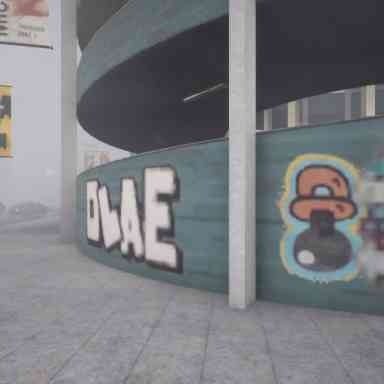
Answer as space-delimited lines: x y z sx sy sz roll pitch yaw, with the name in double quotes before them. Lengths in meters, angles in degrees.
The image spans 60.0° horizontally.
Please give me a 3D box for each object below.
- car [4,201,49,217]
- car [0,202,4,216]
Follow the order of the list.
"car" -15.374 1.568 31.658 1.994 1.385 4.181 0 0 5
"car" -19.134 1.224 29.678 2.150 2.045 5.566 0 0 5
